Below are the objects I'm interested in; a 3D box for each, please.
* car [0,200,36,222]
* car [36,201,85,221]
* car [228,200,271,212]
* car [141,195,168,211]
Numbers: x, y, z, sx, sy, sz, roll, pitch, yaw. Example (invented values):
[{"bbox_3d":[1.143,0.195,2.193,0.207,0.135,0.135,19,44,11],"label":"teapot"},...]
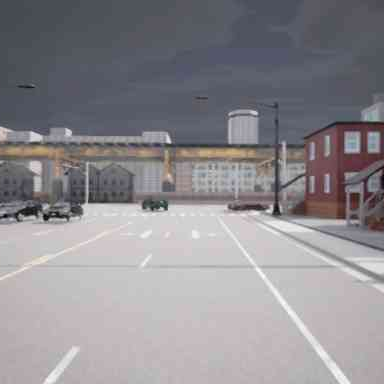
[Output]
[{"bbox_3d":[-13.422,1.383,25.995,2.128,1.511,4.902,0,0,1],"label":"car"},{"bbox_3d":[-9.924,1.427,25.914,1.994,1.385,4.181,0,0,1],"label":"car"},{"bbox_3d":[7.311,1.769,42.373,5.357,1.411,2.033,0,0,-13],"label":"car"},{"bbox_3d":[-4.925,1.384,43.501,2.150,2.045,5.566,1,-1,-26],"label":"car"}]
